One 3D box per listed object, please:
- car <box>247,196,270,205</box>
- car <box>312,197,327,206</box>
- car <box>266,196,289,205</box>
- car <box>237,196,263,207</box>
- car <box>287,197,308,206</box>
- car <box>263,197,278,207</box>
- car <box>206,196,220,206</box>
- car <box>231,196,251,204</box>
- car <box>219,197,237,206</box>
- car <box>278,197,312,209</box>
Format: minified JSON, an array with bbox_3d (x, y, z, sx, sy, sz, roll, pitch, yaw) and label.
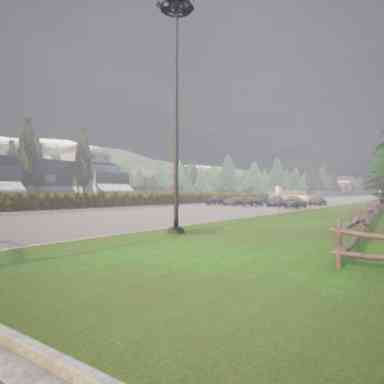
[{"bbox_3d":[12.057,1.484,59.960,2.033,1.411,5.357,0,0,36],"label":"car"},{"bbox_3d":[20.017,1.511,53.063,2.033,1.411,5.357,0,0,36],"label":"car"},{"bbox_3d":[14.875,1.493,57.885,2.033,1.411,5.357,0,0,36],"label":"car"},{"bbox_3d":[9.212,1.450,50.105,1.837,1.490,4.892,0,0,37],"label":"car"},{"bbox_3d":[17.711,1.555,55.834,1.895,1.301,4.718,0,0,36],"label":"car"},{"bbox_3d":[12.545,1.518,48.717,1.994,1.385,4.181,0,0,37],"label":"car"},{"bbox_3d":[4.133,1.432,55.001,1.837,1.490,4.892,0,0,37],"label":"car"},{"bbox_3d":[9.238,1.491,62.036,1.994,1.385,4.181,0,0,36],"label":"car"},{"bbox_3d":[6.629,1.500,52.489,1.994,1.385,4.181,0,0,37],"label":"car"},{"bbox_3d":[13.886,1.454,44.663,2.128,1.511,4.902,0,0,37],"label":"car"}]
